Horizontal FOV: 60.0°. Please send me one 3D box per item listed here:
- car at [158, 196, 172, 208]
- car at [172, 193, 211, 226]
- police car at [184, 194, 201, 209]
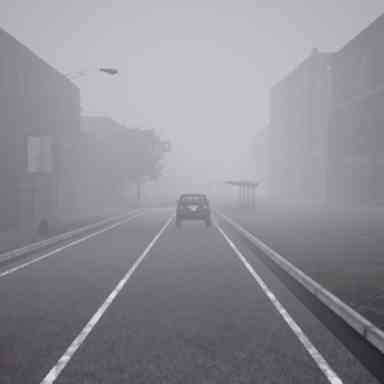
[{"bbox_3d":[-3.243,1.253,43.441,1.812,1.442,4.674,0,1,0],"label":"car"},{"bbox_3d":[0.077,1.091,22.188,2.150,2.045,5.566,0,0,0],"label":"car"},{"bbox_3d":[0.063,1.170,41.699,1.930,1.638,5.238,0,1,0],"label":"police car"}]
